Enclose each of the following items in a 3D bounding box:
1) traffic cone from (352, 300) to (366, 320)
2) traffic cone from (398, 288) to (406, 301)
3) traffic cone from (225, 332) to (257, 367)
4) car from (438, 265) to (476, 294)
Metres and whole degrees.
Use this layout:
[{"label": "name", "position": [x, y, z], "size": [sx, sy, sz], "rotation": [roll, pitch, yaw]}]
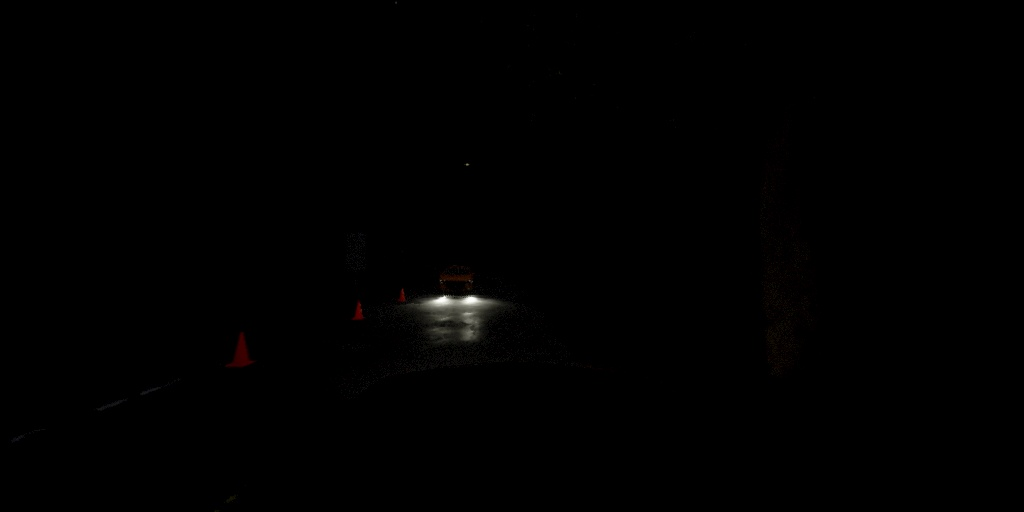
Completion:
[{"label": "traffic cone", "position": [-4.940, 1.726, 11.540], "size": [0.340, 0.580, 0.340], "rotation": [0, 0, 0]}, {"label": "traffic cone", "position": [-5.043, 1.756, 16.436], "size": [0.340, 0.580, 0.340], "rotation": [0, 0, -2]}, {"label": "traffic cone", "position": [-4.948, 1.682, 6.550], "size": [0.340, 0.580, 0.340], "rotation": [0, 0, 0]}, {"label": "car", "position": [-3.200, 1.313, 21.241], "size": [1.882, 1.535, 5.008], "rotation": [1, 0, -6]}]
